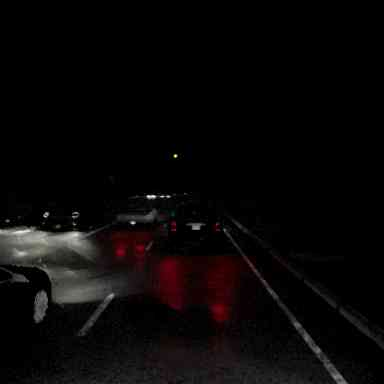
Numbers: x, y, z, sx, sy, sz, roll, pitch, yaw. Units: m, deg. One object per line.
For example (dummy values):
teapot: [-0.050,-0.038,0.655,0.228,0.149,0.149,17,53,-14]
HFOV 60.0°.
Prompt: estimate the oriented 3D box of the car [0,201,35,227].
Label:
car: [-10.505,1.344,21.313,1.812,1.442,4.674,0,1,1]

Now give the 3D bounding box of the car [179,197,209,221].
car: [0.177,1.245,25.963,2.128,1.511,4.902,0,1,1]

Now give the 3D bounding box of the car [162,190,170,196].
car: [-6.922,0.255,87.270,1.882,1.535,5.008,0,1,-1]

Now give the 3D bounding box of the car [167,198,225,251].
car: [0.149,1.270,13.947,2.097,1.767,4.553,0,1,0]

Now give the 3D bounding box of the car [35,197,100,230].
car: [-7.016,1.195,19.689,2.097,1.767,4.553,0,1,0]

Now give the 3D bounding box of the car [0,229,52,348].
car: [-3.366,1.492,3.929,1.837,1.490,4.892,0,0,0]

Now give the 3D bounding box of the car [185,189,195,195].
car: [-0.205,0.139,94.768,1.812,1.442,4.674,0,1,-4]

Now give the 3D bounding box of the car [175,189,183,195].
car: [-3.682,0.125,94.284,1.837,1.490,4.892,0,1,-4]

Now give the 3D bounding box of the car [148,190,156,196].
car: [-10.416,0.306,87.040,2.128,1.511,4.902,0,1,-1]

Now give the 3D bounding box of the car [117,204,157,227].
car: [-3.334,1.426,21.025,1.895,1.301,4.718,0,1,0]
